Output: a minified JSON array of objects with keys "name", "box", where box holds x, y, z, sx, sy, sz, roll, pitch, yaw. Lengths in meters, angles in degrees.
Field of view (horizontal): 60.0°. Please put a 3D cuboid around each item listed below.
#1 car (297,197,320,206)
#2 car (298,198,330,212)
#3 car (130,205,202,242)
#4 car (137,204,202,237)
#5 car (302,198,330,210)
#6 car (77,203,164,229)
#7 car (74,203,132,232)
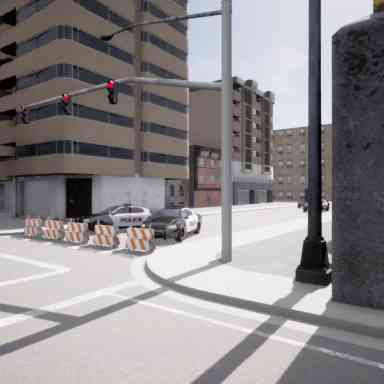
[{"name":"car","box":[16.564,1.295,47.289,1.853,1.218,4.536,0,0,36]},{"name":"car","box":[14.326,1.453,38.329,2.038,1.542,4.974,0,0,36]},{"name":"car","box":[-0.949,1.453,16.553,2.038,1.542,4.974,0,0,16]},{"name":"car","box":[-0.936,1.295,16.603,1.853,1.218,4.536,0,0,16]},{"name":"car","box":[14.356,1.295,38.371,1.853,1.218,4.536,0,0,36]},{"name":"car","box":[-4.097,1.295,19.264,4.536,1.218,1.853,0,0,-29]},{"name":"car","box":[-4.142,1.453,19.238,4.974,1.542,2.038,0,0,-29]}]
